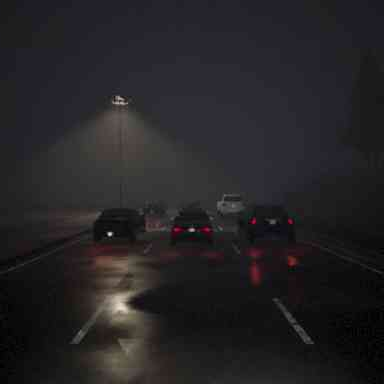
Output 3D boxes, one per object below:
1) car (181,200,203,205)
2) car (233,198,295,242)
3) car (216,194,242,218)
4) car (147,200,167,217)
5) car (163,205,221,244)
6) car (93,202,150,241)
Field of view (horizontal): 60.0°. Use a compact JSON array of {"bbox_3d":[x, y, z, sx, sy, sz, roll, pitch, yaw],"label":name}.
[{"bbox_3d":[0.019,1.493,31.627,2.128,1.511,4.902,0,0,0],"label":"car"},{"bbox_3d":[3.517,1.351,16.547,2.097,1.767,4.553,0,0,0],"label":"car"},{"bbox_3d":[3.509,1.225,30.688,2.150,2.045,5.566,0,0,0],"label":"car"},{"bbox_3d":[-3.482,1.493,31.623,2.128,1.511,4.902,0,0,0],"label":"car"},{"bbox_3d":[0.008,1.548,15.633,2.033,1.411,5.357,0,0,0],"label":"car"},{"bbox_3d":[-3.483,1.507,16.618,1.837,1.490,4.892,0,1,0],"label":"car"}]
